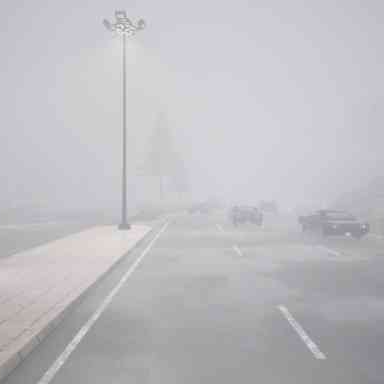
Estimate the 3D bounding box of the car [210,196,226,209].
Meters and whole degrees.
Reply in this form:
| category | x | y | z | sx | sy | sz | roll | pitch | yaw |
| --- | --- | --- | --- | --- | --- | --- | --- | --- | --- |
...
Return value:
| category | x | y | z | sx | sy | sz | roll | pitch | yaw |
| --- | --- | --- | --- | --- | --- | --- | --- | --- | --- |
| car | 3.292 | 1.352 | 44.408 | 2.097 | 1.767 | 4.553 | 0 | 0 | 16 |

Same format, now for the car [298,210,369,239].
| category | x | y | z | sx | sy | sz | roll | pitch | yaw |
| --- | --- | --- | --- | --- | --- | --- | --- | --- | --- |
| car | 7.096 | 1.601 | 17.305 | 1.895 | 1.301 | 4.718 | 0 | 0 | 0 |

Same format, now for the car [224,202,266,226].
| category | x | y | z | sx | sy | sz | roll | pitch | yaw |
| --- | --- | --- | --- | --- | --- | --- | --- | --- | --- |
| car | 3.631 | 1.601 | 23.528 | 1.895 | 1.301 | 4.718 | 0 | 0 | 1 |

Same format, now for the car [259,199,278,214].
| category | x | y | z | sx | sy | sz | roll | pitch | yaw |
| --- | --- | --- | --- | --- | --- | --- | --- | --- | --- |
| car | 8.159 | 1.478 | 35.628 | 1.882 | 1.535 | 5.008 | 0 | 0 | 12 |

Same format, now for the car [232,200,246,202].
| category | x | y | z | sx | sy | sz | roll | pitch | yaw |
| --- | --- | --- | --- | --- | --- | --- | --- | --- | --- |
| car | 5.724 | 1.601 | 40.187 | 1.895 | 1.301 | 4.718 | 0 | 0 | 15 |

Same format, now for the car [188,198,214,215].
| category | x | y | z | sx | sy | sz | roll | pitch | yaw |
| --- | --- | --- | --- | --- | --- | --- | --- | --- | --- |
| car | 0.869 | 1.601 | 34.400 | 1.895 | 1.301 | 4.718 | 0 | 0 | 9 |
